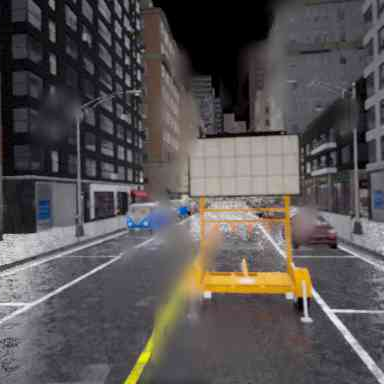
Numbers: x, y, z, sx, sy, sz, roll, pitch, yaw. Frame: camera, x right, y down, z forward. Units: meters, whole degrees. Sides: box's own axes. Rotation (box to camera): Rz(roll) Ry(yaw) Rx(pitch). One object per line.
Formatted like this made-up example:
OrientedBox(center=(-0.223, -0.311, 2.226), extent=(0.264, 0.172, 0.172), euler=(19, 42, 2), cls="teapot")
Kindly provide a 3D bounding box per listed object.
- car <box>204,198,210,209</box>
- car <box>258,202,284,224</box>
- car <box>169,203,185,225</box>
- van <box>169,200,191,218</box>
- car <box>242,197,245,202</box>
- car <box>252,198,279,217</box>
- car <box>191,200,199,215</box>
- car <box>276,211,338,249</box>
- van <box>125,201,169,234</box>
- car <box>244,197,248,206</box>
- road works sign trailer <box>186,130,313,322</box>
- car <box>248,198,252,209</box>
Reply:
OrientedBox(center=(1.327, 2.016, 53.513), extent=(1.947, 1.339, 4.313), euler=(-1, -1, 7), cls="car")
OrientedBox(center=(6.317, 1.662, 25.152), extent=(1.802, 1.307, 4.206), euler=(-1, -1, 7), cls="car")
OrientedBox(center=(-2.140, 1.831, 26.226), extent=(2.008, 1.369, 4.403), euler=(-1, -1, 7), cls="car")
OrientedBox(center=(-1.451, 1.655, 31.685), extent=(1.690, 1.788, 3.998), euler=(-1, -1, 7), cls="van")
OrientedBox(center=(11.169, 1.886, 63.355), extent=(1.947, 1.339, 4.313), euler=(-2, -1, 7), cls="car")
OrientedBox(center=(7.003, 1.429, 30.612), extent=(2.192, 1.841, 5.009), euler=(-1, -1, 7), cls="car")
OrientedBox(center=(-0.752, 1.913, 37.141), extent=(1.947, 1.339, 4.313), euler=(-1, -1, 7), cls="car")
OrientedBox(center=(4.930, 1.597, 14.238), extent=(1.802, 1.307, 4.206), euler=(-1, -1, 7), cls="car")
OrientedBox(center=(-2.838, 1.589, 20.772), extent=(1.690, 1.788, 3.998), euler=(-1, -1, 7), cls="van")
OrientedBox(center=(9.782, 1.800, 52.440), extent=(2.008, 1.369, 4.403), euler=(-2, -1, 7), cls="car")
OrientedBox(center=(1.150, 0.504, 7.341), extent=(2.380, 3.560, 2.880), euler=(-1, -1, 7), cls="road works sign trailer")
OrientedBox(center=(8.393, 1.621, 41.526), extent=(1.967, 1.590, 4.097), euler=(-1, -1, 7), cls="car")
